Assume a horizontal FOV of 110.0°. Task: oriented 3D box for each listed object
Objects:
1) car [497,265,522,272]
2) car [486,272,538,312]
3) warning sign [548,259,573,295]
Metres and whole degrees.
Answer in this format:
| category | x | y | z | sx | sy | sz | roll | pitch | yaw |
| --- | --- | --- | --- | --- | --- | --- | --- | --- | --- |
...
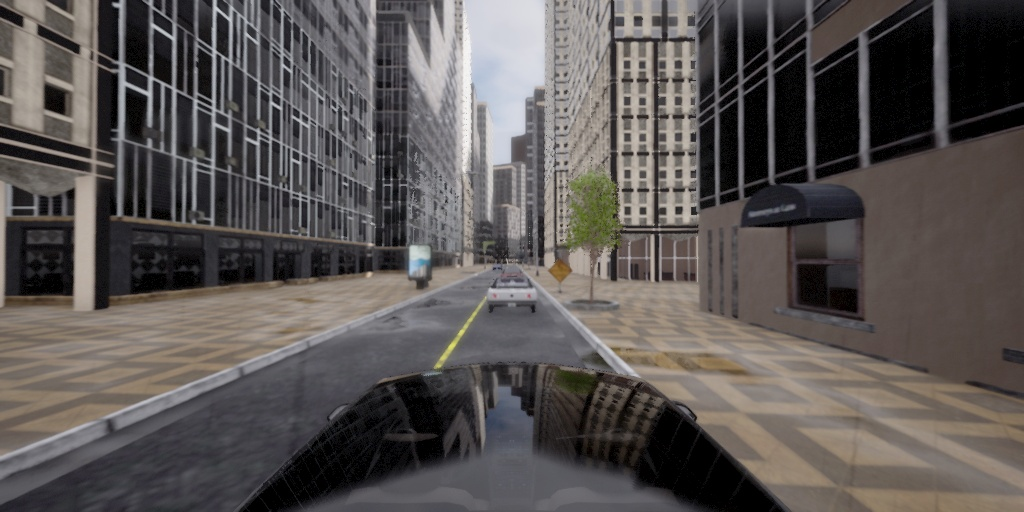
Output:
| category | x | y | z | sx | sy | sz | roll | pitch | yaw |
| --- | --- | --- | --- | --- | --- | --- | --- | --- | --- |
| car | 0.028 | 1.682 | 30.104 | 1.895 | 1.301 | 4.718 | 0 | -1 | 1 |
| car | 0.024 | 1.501 | 15.101 | 1.895 | 1.301 | 4.718 | 0 | -1 | 0 |
| warning sign | 2.522 | 1.059 | 18.756 | 1.300 | 1.860 | 1.060 | 0 | 0 | 0 |
